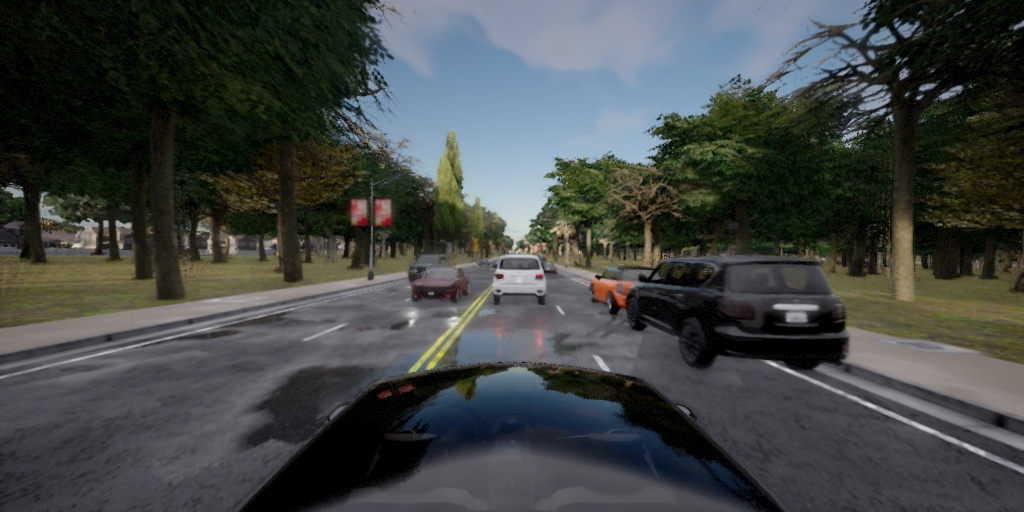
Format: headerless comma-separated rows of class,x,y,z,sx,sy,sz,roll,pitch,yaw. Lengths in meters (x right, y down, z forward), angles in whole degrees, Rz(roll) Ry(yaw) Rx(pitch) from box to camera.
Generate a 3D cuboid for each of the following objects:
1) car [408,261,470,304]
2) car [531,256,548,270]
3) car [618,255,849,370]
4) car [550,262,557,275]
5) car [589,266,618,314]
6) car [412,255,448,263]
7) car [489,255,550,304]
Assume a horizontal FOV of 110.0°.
car,-3.119,1.197,16.513,1.882,1.535,5.008,1,0,1
car,4.183,1.014,55.288,2.150,2.045,5.566,1,0,1
car,4.306,1.012,8.049,2.150,2.045,5.566,1,0,1
car,3.988,1.350,40.811,1.994,1.385,4.181,1,0,1
car,4.411,1.138,13.990,2.097,1.767,4.553,1,0,1
car,-6.183,0.913,27.417,2.150,2.045,5.566,1,0,1
car,0.333,0.972,16.475,2.150,2.045,5.566,1,0,1
